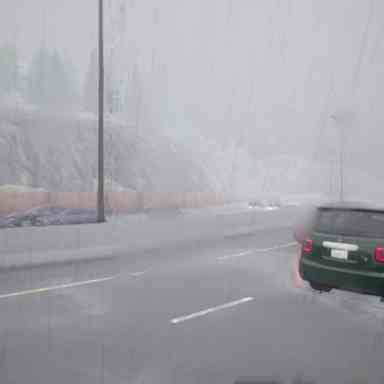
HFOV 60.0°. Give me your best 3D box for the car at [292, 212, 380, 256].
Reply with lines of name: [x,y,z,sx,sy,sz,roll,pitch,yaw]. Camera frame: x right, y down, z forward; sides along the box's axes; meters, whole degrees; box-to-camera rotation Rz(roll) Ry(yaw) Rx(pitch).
car: [6.333,1.649,14.308,1.895,1.301,4.718,0,0,45]

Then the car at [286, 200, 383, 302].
car: [4.748,1.246,7.955,5.566,2.045,2.150,0,0,-41]

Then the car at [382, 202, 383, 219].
car: [18.777,1.692,31.010,1.895,1.301,4.718,0,0,30]

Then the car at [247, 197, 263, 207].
car: [10.956,1.788,57.317,1.994,1.385,4.181,0,0,21]

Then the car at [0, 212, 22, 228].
car: [-10.114,1.614,14.140,4.674,1.442,1.812,0,0,-37]

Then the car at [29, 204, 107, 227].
car: [-7.494,1.674,20.757,4.181,1.385,1.994,0,0,-42]

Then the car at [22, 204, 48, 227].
car: [-10.169,1.632,23.020,4.892,1.490,1.837,0,0,-42]

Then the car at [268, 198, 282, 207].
car: [13.743,1.699,54.810,2.128,1.511,4.902,0,0,21]

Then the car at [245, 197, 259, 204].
car: [13.350,1.812,73.412,2.128,1.511,4.902,0,0,21]

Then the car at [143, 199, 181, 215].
car: [-3.155,1.518,35.895,2.097,1.767,4.553,0,0,34]
